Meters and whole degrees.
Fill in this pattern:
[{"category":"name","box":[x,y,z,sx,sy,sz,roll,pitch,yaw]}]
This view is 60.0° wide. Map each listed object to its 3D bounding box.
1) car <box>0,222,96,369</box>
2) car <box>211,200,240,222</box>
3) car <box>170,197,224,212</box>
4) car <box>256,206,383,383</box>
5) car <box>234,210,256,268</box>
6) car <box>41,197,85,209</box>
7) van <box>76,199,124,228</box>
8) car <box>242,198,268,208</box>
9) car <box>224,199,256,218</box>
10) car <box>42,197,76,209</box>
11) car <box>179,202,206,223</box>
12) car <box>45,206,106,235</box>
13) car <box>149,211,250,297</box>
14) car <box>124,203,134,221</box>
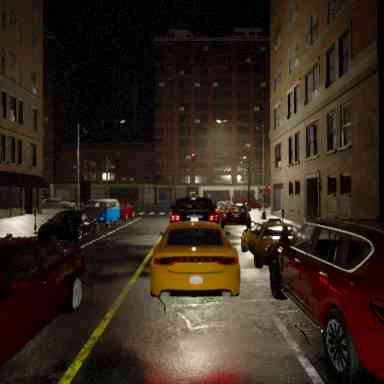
[{"category":"car","box":[-3.105,1.480,4.839,1.882,1.535,5.008,0,0,0]},{"category":"car","box":[2.648,1.469,27.265,1.967,1.590,4.097,1,0,0]},{"category":"car","box":[0.086,1.236,16.221,2.150,2.045,5.566,0,0,0]},{"category":"car","box":[2.672,1.318,5.334,2.192,1.841,5.009,1,0,0]},{"category":"car","box":[2.664,1.534,10.987,1.752,1.417,4.829,1,0,0]},{"category":"car","box":[-16.749,1.404,43.396,4.902,1.511,2.128,1,-1,0]},{"category":"van","box":[-5.871,1.363,21.775,1.690,1.788,3.998,1,0,0]},{"category":"car","box":[7.343,1.575,43.269,5.008,1.535,1.882,0,-1,0]},{"category":"car","box":[2.653,1.462,21.782,1.967,1.590,4.097,1,0,0]},{"category":"car","box":[-16.550,1.480,40.134,4.718,1.301,1.895,0,-1,1]},{"category":"car","box":[0.054,1.592,26.689,1.994,1.385,4.181,0,0,1]},{"category":"car","box":[-5.867,1.580,16.292,1.947,1.339,4.313,1,0,0]},{"category":"car","box":[0.041,1.484,8.635,1.882,1.535,5.008,0,0,-1]},{"category":"car","box":[-5.878,1.574,27.257,1.887,1.381,4.507,1,0,0]}]
